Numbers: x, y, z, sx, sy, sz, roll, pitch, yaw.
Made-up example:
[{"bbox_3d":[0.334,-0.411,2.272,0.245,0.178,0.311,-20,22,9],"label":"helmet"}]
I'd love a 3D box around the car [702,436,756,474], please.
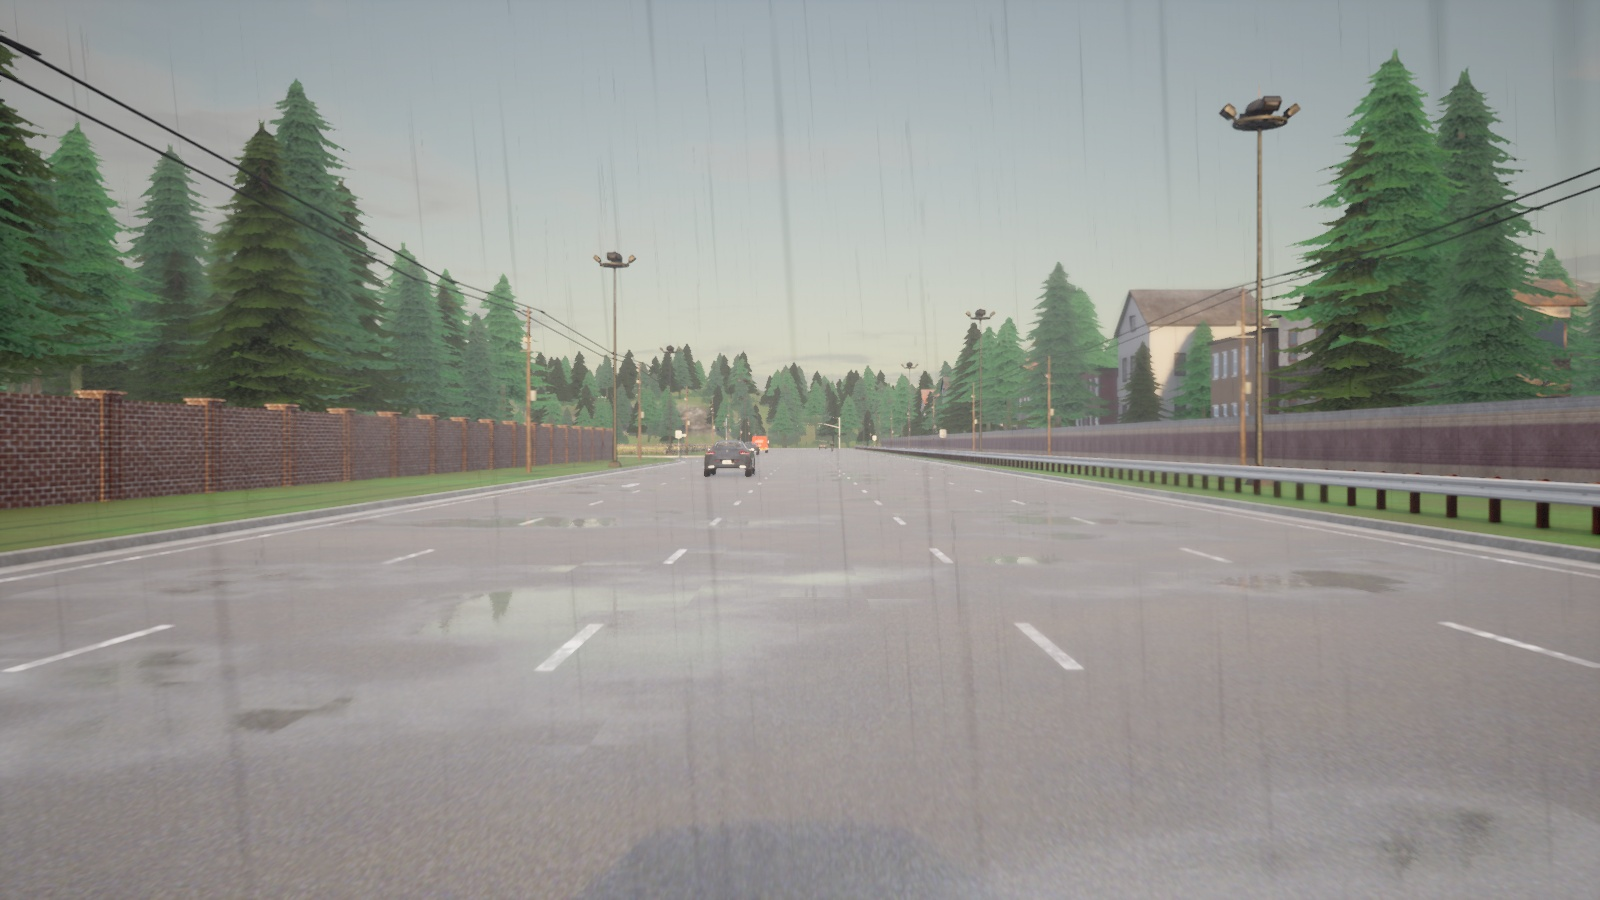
[{"bbox_3d":[-3.159,0.201,57.046,2.152,1.651,5.027,0,0,0],"label":"car"}]
